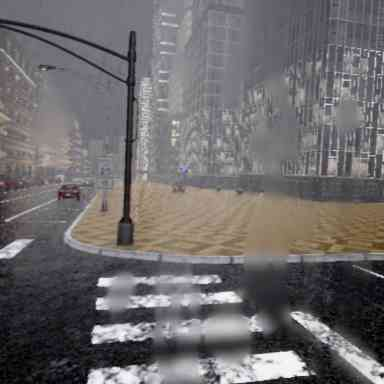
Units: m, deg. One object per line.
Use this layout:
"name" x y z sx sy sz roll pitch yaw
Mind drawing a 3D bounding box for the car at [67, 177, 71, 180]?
"car" -31.437 -2.941 81.140 1.802 1.307 4.206 1 2 -13

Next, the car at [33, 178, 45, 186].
"car" -24.886 -1.605 53.699 1.802 1.307 4.206 1 2 -13

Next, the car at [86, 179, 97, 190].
"car" -15.476 -1.101 50.215 2.008 1.369 4.403 1 2 -13

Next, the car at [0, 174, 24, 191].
"car" -20.947 -1.068 37.223 2.192 1.841 5.009 1 2 -13

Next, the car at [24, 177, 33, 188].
"car" -22.261 -1.211 42.716 1.967 1.590 4.097 1 2 -13

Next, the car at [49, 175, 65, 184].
"car" -28.809 -2.674 70.153 2.192 1.841 5.009 1 2 -13

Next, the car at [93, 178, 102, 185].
"car" -22.067 -2.472 77.822 1.752 1.417 4.829 1 2 -13

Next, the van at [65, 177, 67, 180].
"van" -30.120 -2.915 75.641 1.690 1.788 3.998 1 2 -13

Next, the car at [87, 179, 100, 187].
"car" -18.096 -1.643 61.192 1.887 1.381 4.507 1 2 -13

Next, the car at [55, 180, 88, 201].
"car" -10.235 -0.034 28.262 1.887 1.381 4.507 1 2 -13
